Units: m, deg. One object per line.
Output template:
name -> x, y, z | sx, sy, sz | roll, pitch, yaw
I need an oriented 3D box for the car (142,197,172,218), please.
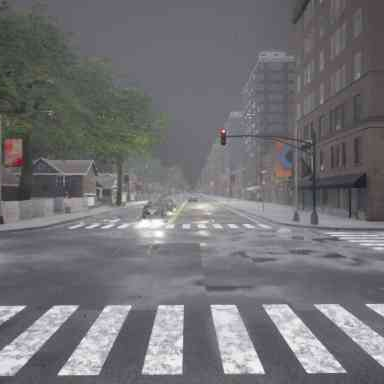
car -> -3.303, 1.504, 30.073 | 2.128, 1.511, 4.902 | 0, 0, 0

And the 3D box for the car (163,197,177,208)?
car -> -3.266, 1.554, 49.765 | 1.812, 1.442, 4.674 | 0, 0, 0

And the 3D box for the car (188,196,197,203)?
car -> 0.195, 1.546, 70.202 | 2.128, 1.511, 4.902 | 0, 0, 0

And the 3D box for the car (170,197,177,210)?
car -> -3.286, 1.372, 39.807 | 2.097, 1.767, 4.553 | 0, 0, 0
